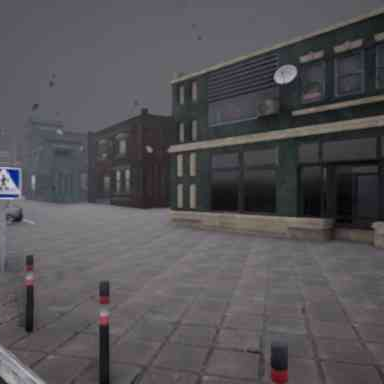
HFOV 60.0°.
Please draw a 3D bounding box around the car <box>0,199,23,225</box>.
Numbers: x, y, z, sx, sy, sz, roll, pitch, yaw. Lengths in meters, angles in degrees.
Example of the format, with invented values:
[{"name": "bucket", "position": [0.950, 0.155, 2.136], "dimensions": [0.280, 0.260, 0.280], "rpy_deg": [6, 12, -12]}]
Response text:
[{"name": "car", "position": [-13.139, 1.406, 20.569], "dimensions": [4.792, 1.488, 2.163], "rpy_deg": [0, 0, -37]}]
